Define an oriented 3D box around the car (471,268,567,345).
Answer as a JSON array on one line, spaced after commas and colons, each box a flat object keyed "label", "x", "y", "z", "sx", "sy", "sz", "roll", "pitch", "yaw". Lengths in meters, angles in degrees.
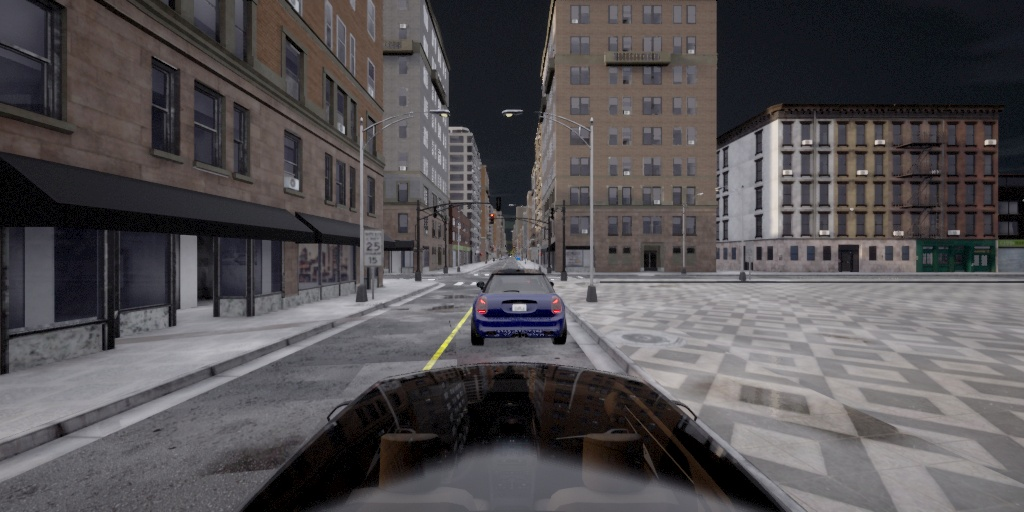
[{"label": "car", "x": 0.102, "y": 1.101, "z": 9.640, "sx": 2.097, "sy": 1.767, "sz": 4.553, "roll": 0, "pitch": 0, "yaw": -1}]
